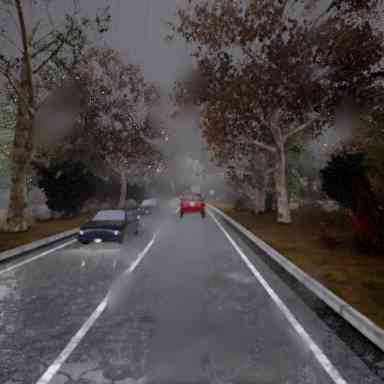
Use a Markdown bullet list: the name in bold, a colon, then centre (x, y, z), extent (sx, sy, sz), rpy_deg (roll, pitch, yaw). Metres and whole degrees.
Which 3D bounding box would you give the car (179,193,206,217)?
- **car**: centre (0.045, 1.086, 29.630), extent (2.150, 2.045, 5.566), rpy_deg (0, 0, 0)

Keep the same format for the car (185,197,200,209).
- **car**: centre (0.109, 1.445, 44.867), extent (1.837, 1.490, 4.892), rpy_deg (0, 0, 1)

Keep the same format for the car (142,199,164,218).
- **car**: centre (-3.511, 1.365, 28.730), extent (1.837, 1.490, 4.892), rpy_deg (0, 0, 1)

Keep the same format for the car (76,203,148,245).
- **car**: centre (-3.573, 1.466, 15.394), extent (2.033, 1.411, 5.357), rpy_deg (0, 0, 1)
